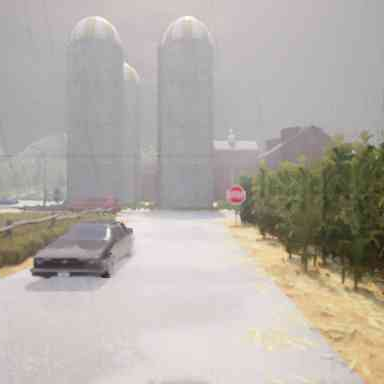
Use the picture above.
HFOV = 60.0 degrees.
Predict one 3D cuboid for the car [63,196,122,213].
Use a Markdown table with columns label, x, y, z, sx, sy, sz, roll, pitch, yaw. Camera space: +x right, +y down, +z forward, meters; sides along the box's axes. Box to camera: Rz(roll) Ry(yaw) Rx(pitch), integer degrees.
| label | x | y | z | sx | sy | sz | roll | pitch | yaw |
| --- | --- | --- | --- | --- | --- | --- | --- | --- | --- |
| car | -10.149 | 1.428 | 34.841 | 5.566 | 2.045 | 2.150 | 0 | 0 | 11 |

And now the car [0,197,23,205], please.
| label | x | y | z | sx | sy | sz | roll | pitch | yaw |
| --- | --- | --- | --- | --- | --- | --- | --- | --- | --- |
| car | -36.317 | 1.789 | 64.896 | 4.611 | 1.667 | 2.242 | 0 | 0 | 0 |

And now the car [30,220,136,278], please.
| label | x | y | z | sx | sy | sz | roll | pitch | yaw |
| --- | --- | --- | --- | --- | --- | --- | --- | --- | --- |
| car | -3.086 | 1.643 | 10.736 | 2.033 | 1.411 | 5.357 | 0 | 0 | 1 |
